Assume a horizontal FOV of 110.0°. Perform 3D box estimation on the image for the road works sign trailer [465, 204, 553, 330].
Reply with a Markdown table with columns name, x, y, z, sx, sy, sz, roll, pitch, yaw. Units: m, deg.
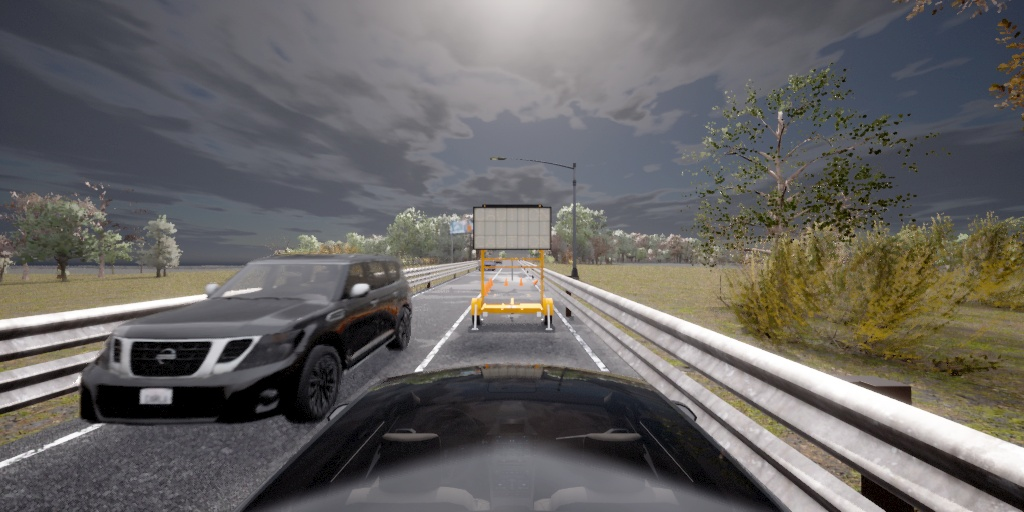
| name | x | y | z | sx | sy | sz | roll | pitch | yaw |
| --- | --- | --- | --- | --- | --- | --- | --- | --- | --- |
| road works sign trailer | 0.009 | 0.218 | 11.109 | 2.380 | 3.560 | 2.880 | 0 | 0 | 0 |

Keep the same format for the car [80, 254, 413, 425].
| name | x | y | z | sx | sy | sz | roll | pitch | yaw |
| --- | --- | --- | --- | --- | --- | --- | --- | --- | --- |
| car | -3.350 | 0.973 | 6.139 | 2.150 | 2.045 | 5.566 | 0 | 0 | 0 |

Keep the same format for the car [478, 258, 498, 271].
| name | x | y | z | sx | sy | sz | roll | pitch | yaw |
| --- | --- | --- | --- | --- | --- | --- | --- | --- | --- |
| car | -3.352 | 1.119 | 47.935 | 2.097 | 1.767 | 4.553 | 0 | 0 | 0 |
